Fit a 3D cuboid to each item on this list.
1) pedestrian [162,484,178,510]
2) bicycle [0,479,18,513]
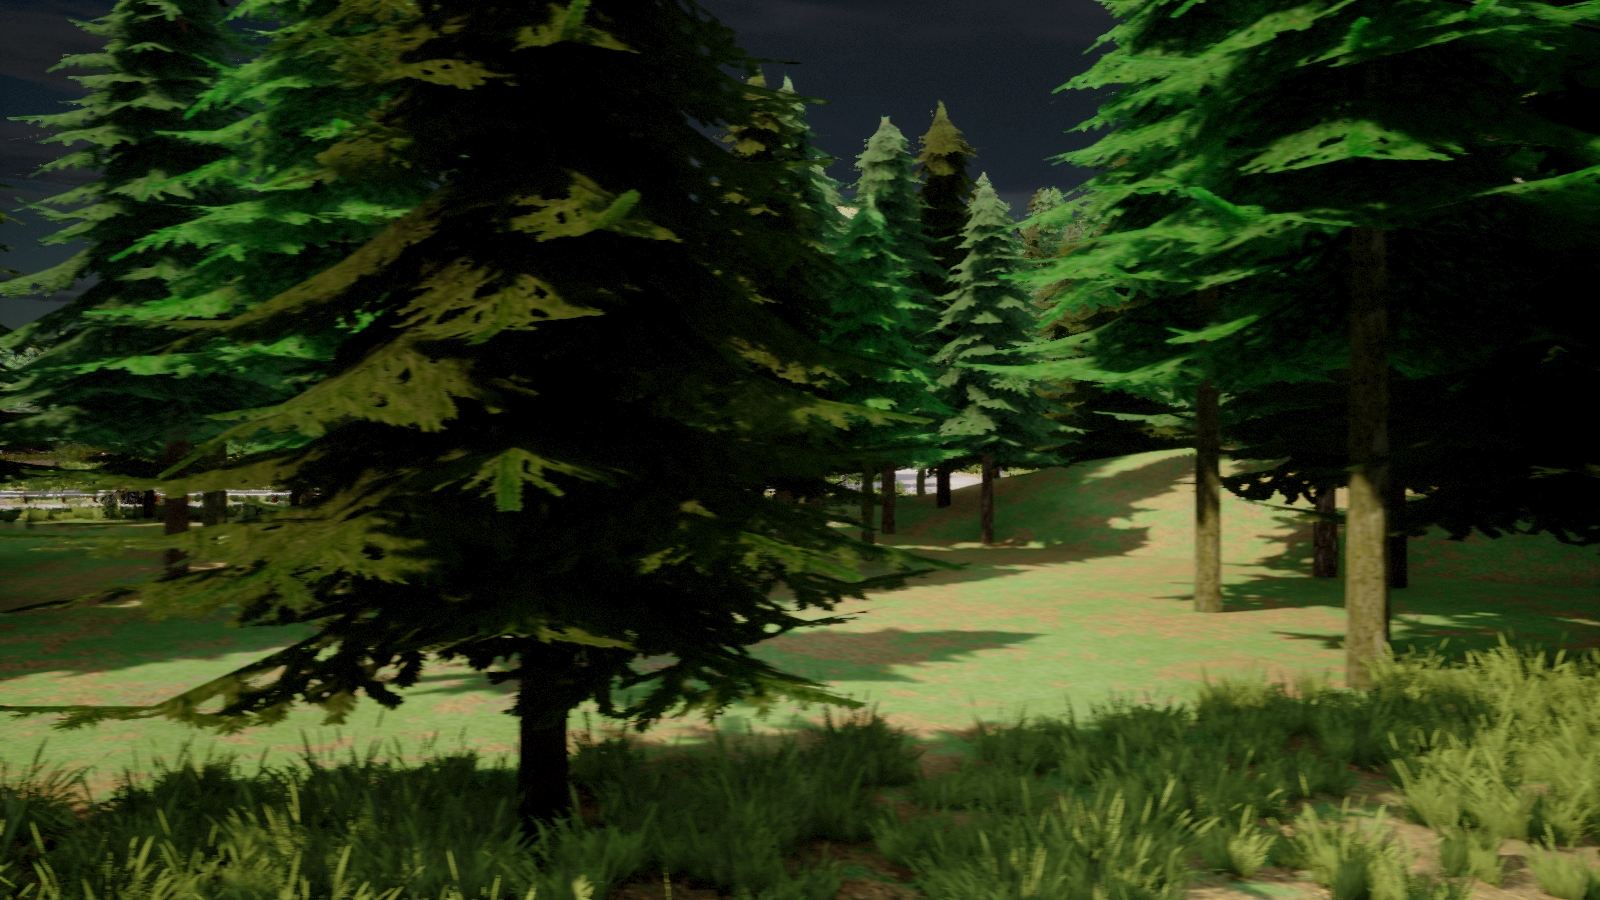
[{"bbox_3d":[-27.502,2.050,49.876,0.500,1.100,0.500,0,0,-12],"label":"pedestrian"},{"bbox_3d":[-35.537,2.034,50.244,1.835,1.471,0.329,0,0,-21],"label":"bicycle"}]
